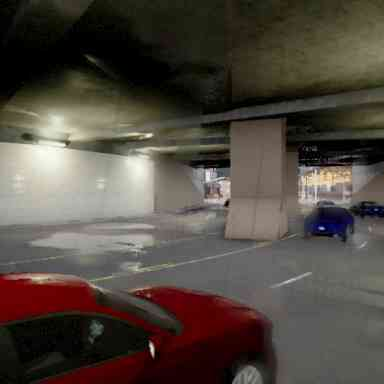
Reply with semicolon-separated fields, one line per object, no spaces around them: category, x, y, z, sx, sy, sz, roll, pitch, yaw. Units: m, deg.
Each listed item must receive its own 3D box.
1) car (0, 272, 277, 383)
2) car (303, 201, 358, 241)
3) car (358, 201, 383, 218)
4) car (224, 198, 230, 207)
car;-1.366;1.477;2.814;5.008;1.535;1.882;0;0;-37
car;7.134;1.478;17.104;1.882;1.535;5.008;0;0;31
car;15.978;1.547;30.418;2.033;1.411;5.357;0;0;12
car;6.169;1.600;51.681;1.895;1.301;4.718;0;0;12
